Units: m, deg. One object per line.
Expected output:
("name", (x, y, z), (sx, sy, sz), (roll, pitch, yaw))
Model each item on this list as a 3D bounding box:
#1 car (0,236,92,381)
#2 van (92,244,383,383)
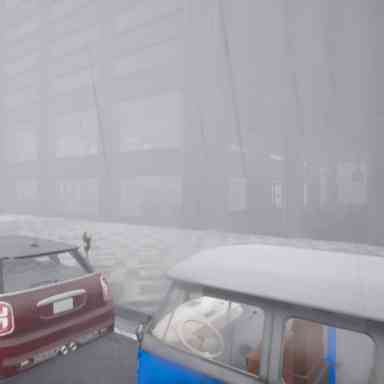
("car", (-3.161, 1.412, 5.216), (4.097, 1.590, 1.967), (0, 0, 35))
("van", (1.406, 1.341, 1.960), (3.998, 1.788, 1.690), (0, 0, 35))
